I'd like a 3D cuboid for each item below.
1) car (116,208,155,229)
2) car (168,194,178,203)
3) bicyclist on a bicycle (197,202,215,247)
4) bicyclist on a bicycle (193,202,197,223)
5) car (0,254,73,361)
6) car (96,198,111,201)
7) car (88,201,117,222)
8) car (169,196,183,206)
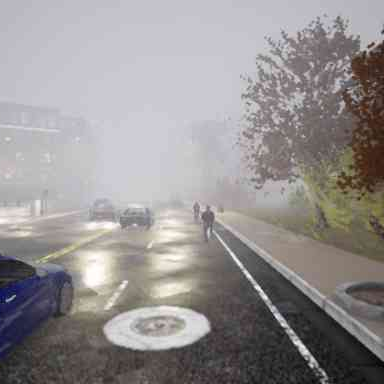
[{"bbox_3d":[-3.585,1.712,22.542,1.895,1.301,4.718,0,0,-2],"label":"car"},{"bbox_3d":[-4.138,1.562,74.191,2.150,2.045,5.566,0,0,-7],"label":"car"},{"bbox_3d":[0.690,1.442,14.541,0.659,1.776,1.843,0,0,-1],"label":"bicyclist on a bicycle"},{"bbox_3d":[0.347,1.577,25.587,0.582,1.620,1.656,0,-1,-2],"label":"bicyclist on a bicycle"},{"bbox_3d":[-3.196,1.549,4.547,1.812,1.442,4.674,0,0,0],"label":"car"},{"bbox_3d":[-11.147,1.554,41.420,2.097,1.767,4.553,0,0,-3],"label":"car"},{"bbox_3d":[-7.244,1.702,27.820,1.994,1.385,4.181,0,0,-2],"label":"car"},{"bbox_3d":[-2.602,1.837,59.350,1.994,1.385,4.181,0,0,-5],"label":"car"}]
